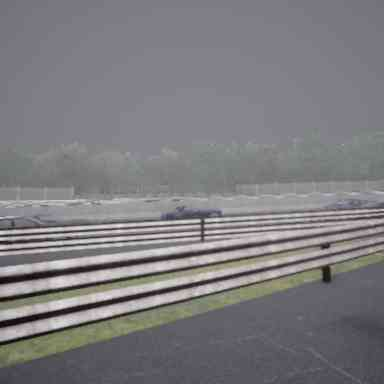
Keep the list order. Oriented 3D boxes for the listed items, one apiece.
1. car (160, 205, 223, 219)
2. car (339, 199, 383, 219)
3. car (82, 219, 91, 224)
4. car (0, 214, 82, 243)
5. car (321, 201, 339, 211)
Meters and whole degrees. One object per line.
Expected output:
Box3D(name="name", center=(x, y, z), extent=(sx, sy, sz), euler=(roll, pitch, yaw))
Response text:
Box3D(name="car", center=(-0.005, 1.663, 25.910), extent=(4.718, 1.301, 1.895), euler=(-2, 1, -18))
Box3D(name="car", center=(13.272, 1.287, 22.971), extent=(5.357, 1.411, 2.033), euler=(-2, 1, -18))
Box3D(name="car", center=(-8.272, 1.949, 19.453), extent=(4.718, 1.301, 1.895), euler=(-2, 1, -18))
Box3D(name="car", center=(-8.034, 1.856, 15.842), extent=(5.008, 1.535, 1.882), euler=(-2, 1, -18))
Box3D(name="car", center=(13.014, 1.259, 26.575), extent=(5.357, 1.411, 2.033), euler=(-2, 1, -18))
